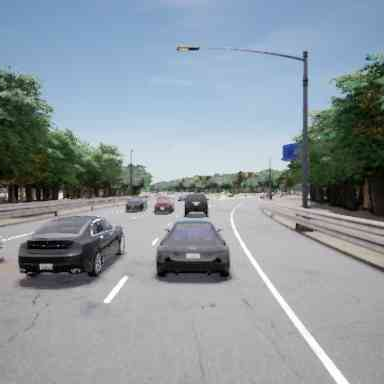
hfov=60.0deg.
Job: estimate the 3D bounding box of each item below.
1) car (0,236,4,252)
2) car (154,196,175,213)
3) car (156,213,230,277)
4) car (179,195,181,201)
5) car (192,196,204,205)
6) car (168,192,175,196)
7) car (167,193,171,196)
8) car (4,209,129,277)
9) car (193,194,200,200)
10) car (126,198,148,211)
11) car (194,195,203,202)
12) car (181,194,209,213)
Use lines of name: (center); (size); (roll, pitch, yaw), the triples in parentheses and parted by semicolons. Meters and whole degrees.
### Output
car: (-6.949, 1.588, 8.515); (1.895, 1.301, 4.718); (0, 0, 1)
car: (-2.888, 1.459, 35.347); (1.812, 1.442, 4.674); (0, 0, 2)
car: (0.045, 1.561, 10.304); (1.994, 1.385, 4.181); (0, 0, 1)
car: (-2.179, 1.417, 78.383); (2.033, 1.411, 5.357); (0, 0, 0)
car: (1.046, 1.452, 56.674); (1.994, 1.385, 4.181); (0, 0, 1)
car: (-5.783, 1.120, 90.800); (2.150, 2.045, 5.566); (0, 0, -1)
car: (-5.702, 1.431, 64.035); (1.994, 1.385, 4.181); (0, 0, 1)
car: (-3.379, 1.495, 10.190); (1.837, 1.490, 4.892); (0, 0, 1)
car: (1.216, 1.401, 90.886); (1.837, 1.490, 4.892); (0, 0, -1)
car: (-6.312, 1.411, 38.321); (2.128, 1.511, 4.902); (0, 0, 2)
car: (1.290, 1.376, 71.056); (1.837, 1.490, 4.892); (0, 0, 0)
car: (0.432, 1.171, 31.399); (2.150, 2.045, 5.566); (0, 0, 1)
